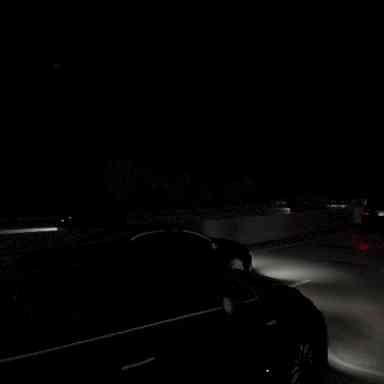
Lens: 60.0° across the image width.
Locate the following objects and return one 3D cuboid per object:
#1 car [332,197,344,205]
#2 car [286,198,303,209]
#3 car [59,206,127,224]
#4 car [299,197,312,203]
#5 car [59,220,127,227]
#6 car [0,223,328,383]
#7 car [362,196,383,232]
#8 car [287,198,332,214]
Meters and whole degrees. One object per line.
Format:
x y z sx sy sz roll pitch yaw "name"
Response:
27.753 1.736 63.532 1.837 1.490 4.892 0 0 15 "car"
15.629 1.683 50.671 1.837 1.490 4.892 0 0 24 "car"
-6.353 1.579 21.516 4.181 1.385 1.994 0 0 -41 "car"
26.668 1.864 78.037 1.812 1.442 4.674 0 0 6 "car"
-0.662 1.507 7.872 4.892 1.490 1.837 0 0 -37 "car"
-0.545 1.353 3.617 4.553 1.767 2.097 0 0 -36 "car"
11.661 1.249 19.276 2.150 2.045 5.566 0 0 42 "car"
9.938 1.532 28.272 1.882 1.535 5.008 0 0 38 "car"
